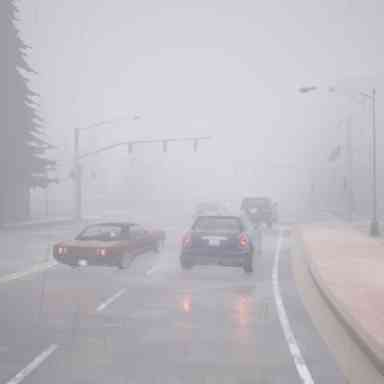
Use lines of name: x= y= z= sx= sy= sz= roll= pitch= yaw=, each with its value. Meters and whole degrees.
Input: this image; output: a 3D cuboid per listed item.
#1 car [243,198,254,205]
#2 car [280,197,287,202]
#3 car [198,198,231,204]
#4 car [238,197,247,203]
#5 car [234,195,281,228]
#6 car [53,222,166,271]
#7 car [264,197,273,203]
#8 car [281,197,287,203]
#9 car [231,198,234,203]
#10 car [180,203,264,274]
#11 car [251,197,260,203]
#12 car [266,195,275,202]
car: x=12.515 y=2.008 z=73.362 sx=1.994 sy=1.385 sz=4.181 roll=0 pitch=0 yaw=17
car: x=25.190 y=2.040 z=91.444 sx=1.882 sy=1.535 sz=5.008 roll=0 pitch=0 yaw=17
car: x=1.447 y=1.513 z=25.657 sx=2.097 sy=1.767 sz=4.553 roll=0 pitch=0 yaw=15
car: x=13.626 y=2.064 z=89.388 sx=1.812 sy=1.442 sz=4.674 roll=0 pitch=0 yaw=17
car: x=4.828 y=1.369 z=23.846 sx=2.150 sy=2.045 sz=5.566 roll=0 pitch=-1 yaw=20
car: x=-2.445 y=1.673 z=11.319 sx=1.895 sy=1.301 sz=4.718 roll=0 pitch=0 yaw=15
car: x=19.070 y=2.035 z=83.136 sx=1.812 sy=1.442 sz=4.674 roll=0 pitch=0 yaw=17
car: x=22.709 y=2.063 z=83.094 sx=1.994 sy=1.385 sz=4.181 roll=0 pitch=0 yaw=17
car: x=9.151 y=2.058 z=74.330 sx=1.895 sy=1.301 sz=4.718 roll=0 pitch=0 yaw=17
car: x=1.157 y=1.422 z=11.202 sx=2.097 sy=1.767 sz=4.553 roll=0 pitch=0 yaw=15
car: x=16.981 y=2.085 z=88.391 sx=1.994 sy=1.385 sz=4.181 roll=0 pitch=0 yaw=17
car: x=21.844 y=1.795 z=92.472 sx=2.150 sy=2.045 sz=5.566 roll=0 pitch=0 yaw=17
